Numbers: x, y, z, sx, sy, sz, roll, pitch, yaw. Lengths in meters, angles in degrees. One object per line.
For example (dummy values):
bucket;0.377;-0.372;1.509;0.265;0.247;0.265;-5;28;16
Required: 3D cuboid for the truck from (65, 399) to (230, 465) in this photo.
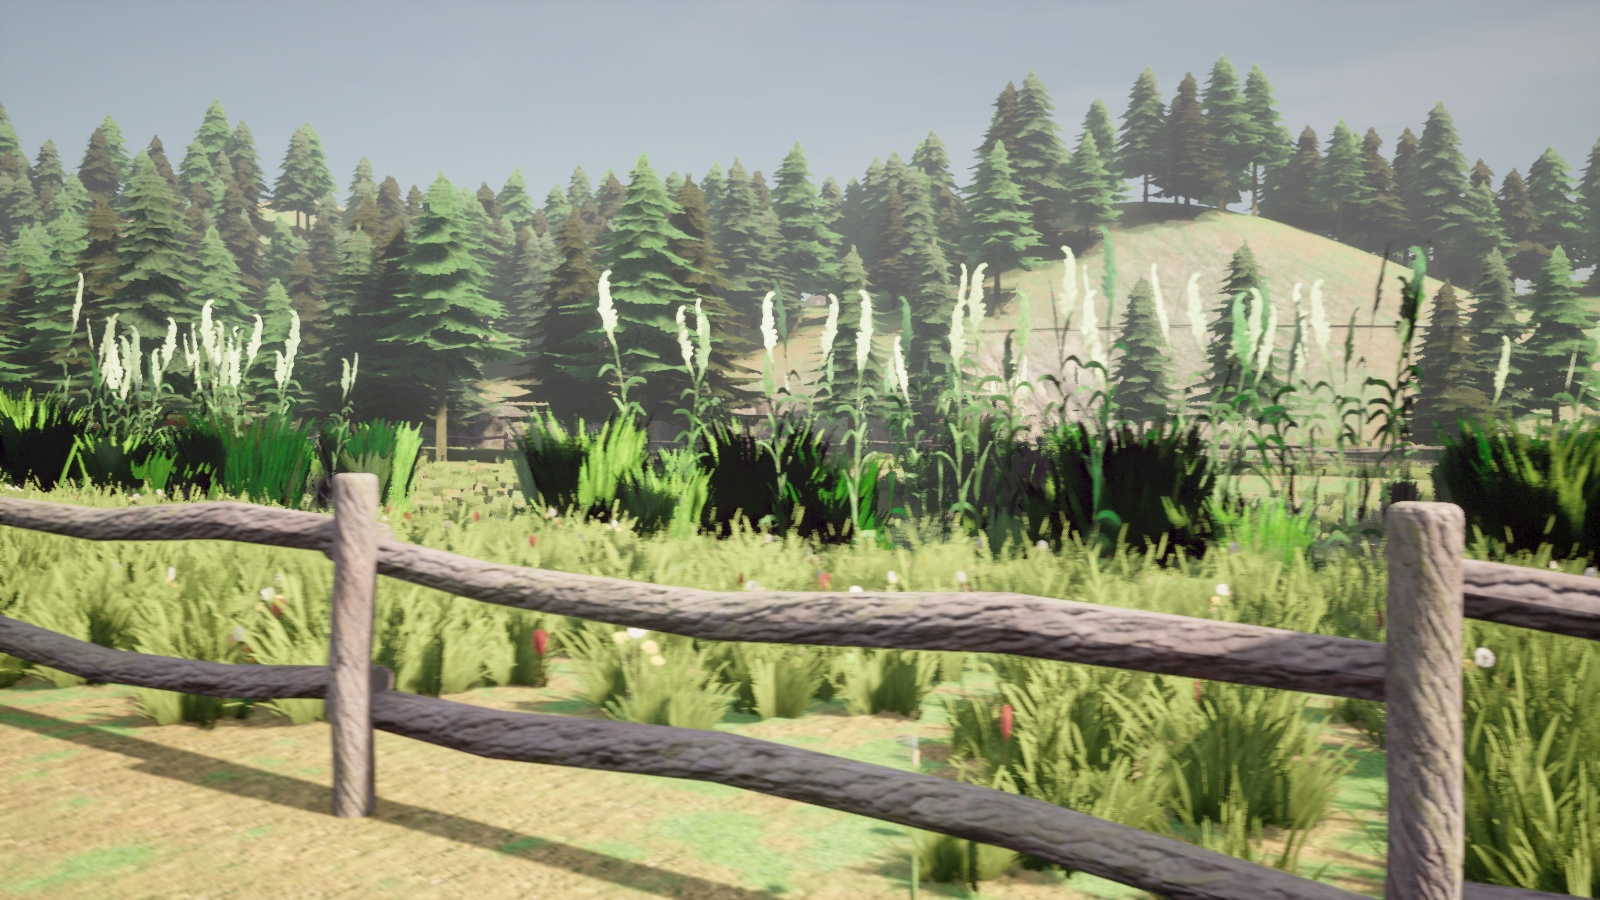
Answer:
truck;-39.375;-1.078;75.929;8.468;3.827;2.891;-1;1;1
